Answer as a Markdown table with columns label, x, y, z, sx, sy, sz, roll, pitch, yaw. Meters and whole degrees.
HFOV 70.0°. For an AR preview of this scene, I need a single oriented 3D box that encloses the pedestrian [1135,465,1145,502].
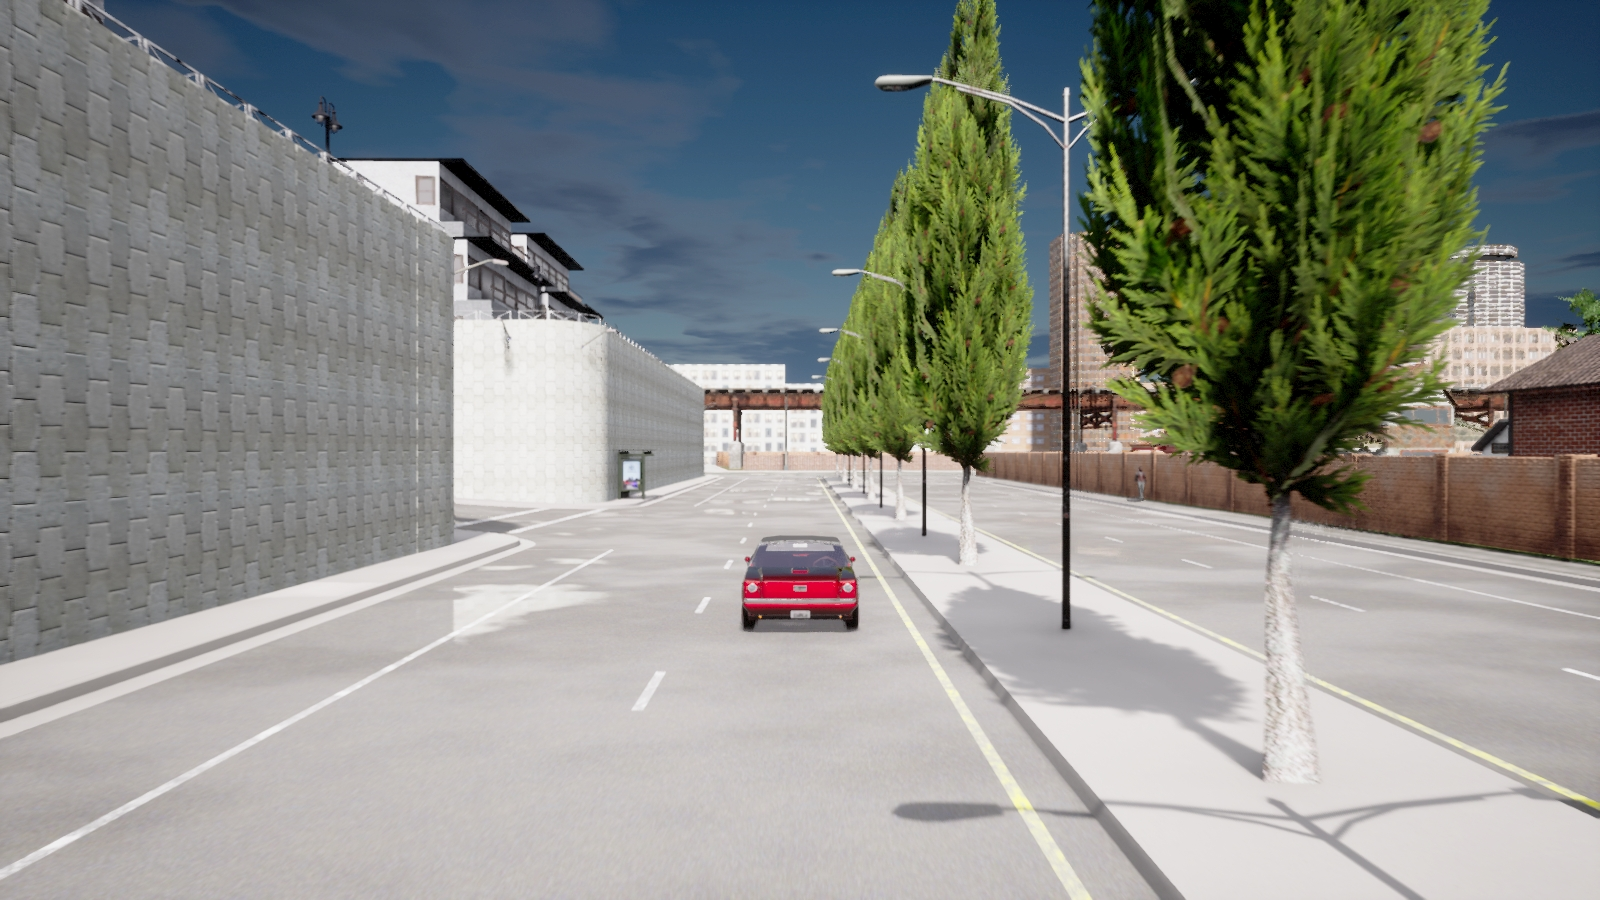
| label | x | y | z | sx | sy | sz | roll | pitch | yaw |
| --- | --- | --- | --- | --- | --- | --- | --- | --- | --- |
| pedestrian | 17.145 | 1.698 | 57.614 | 0.375 | 1.860 | 0.375 | 0 | 0 | 1 |

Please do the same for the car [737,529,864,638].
| label | x | y | z | sx | sy | sz | roll | pitch | yaw |
| --- | --- | --- | --- | --- | --- | --- | --- | --- | --- |
| car | 0.002 | 2.155 | 19.414 | 1.895 | 1.301 | 4.718 | 0 | 0 | 0 |
